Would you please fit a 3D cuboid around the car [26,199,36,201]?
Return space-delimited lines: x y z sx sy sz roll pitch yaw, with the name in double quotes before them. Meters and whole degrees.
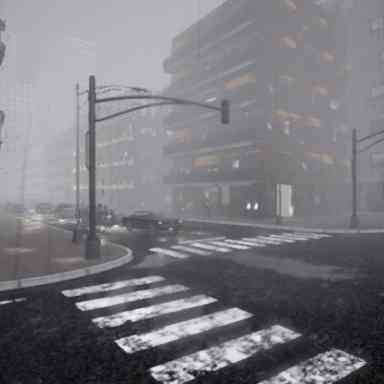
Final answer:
"car" -36.261 2.527 77.213 2.192 1.841 5.009 -1 0 -36

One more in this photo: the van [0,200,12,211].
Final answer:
"van" -33.141 2.325 58.737 1.690 1.788 3.998 -1 0 -36

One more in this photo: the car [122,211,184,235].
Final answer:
"car" -2.574 1.880 21.097 1.895 1.301 4.718 0 -1 -39

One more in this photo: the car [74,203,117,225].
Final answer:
"car" -8.111 1.906 28.701 2.128 1.511 4.902 0 -1 -36

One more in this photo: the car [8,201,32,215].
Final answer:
"car" -23.250 2.323 45.147 1.802 1.307 4.206 -1 0 -36

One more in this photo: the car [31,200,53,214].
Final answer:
"car" -19.976 2.211 45.097 1.837 1.490 4.892 0 0 -35

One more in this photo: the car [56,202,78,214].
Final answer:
"car" -17.881 2.216 47.483 1.837 1.490 4.892 0 -1 -35

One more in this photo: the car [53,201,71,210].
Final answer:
"car" -23.175 2.414 59.232 1.752 1.417 4.829 -1 0 -36

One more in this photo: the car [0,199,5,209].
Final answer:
"car" -39.751 2.462 67.782 2.192 1.841 5.009 -1 0 -36

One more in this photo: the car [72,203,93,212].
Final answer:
"car" -16.484 2.306 50.035 1.802 1.307 4.206 -1 0 -36

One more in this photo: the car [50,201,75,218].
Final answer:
"car" -13.897 2.082 36.663 1.812 1.442 4.674 0 -1 -36

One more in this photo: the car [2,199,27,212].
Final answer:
"car" -26.548 2.262 49.677 1.967 1.590 4.097 -1 0 -36

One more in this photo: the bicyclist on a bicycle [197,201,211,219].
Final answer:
"bicyclist on a bicycle" 1.135 1.645 30.826 1.656 1.620 0.582 0 0 -36

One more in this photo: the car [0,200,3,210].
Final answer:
"car" -29.841 2.454 54.206 2.008 1.369 4.403 -1 0 -36
